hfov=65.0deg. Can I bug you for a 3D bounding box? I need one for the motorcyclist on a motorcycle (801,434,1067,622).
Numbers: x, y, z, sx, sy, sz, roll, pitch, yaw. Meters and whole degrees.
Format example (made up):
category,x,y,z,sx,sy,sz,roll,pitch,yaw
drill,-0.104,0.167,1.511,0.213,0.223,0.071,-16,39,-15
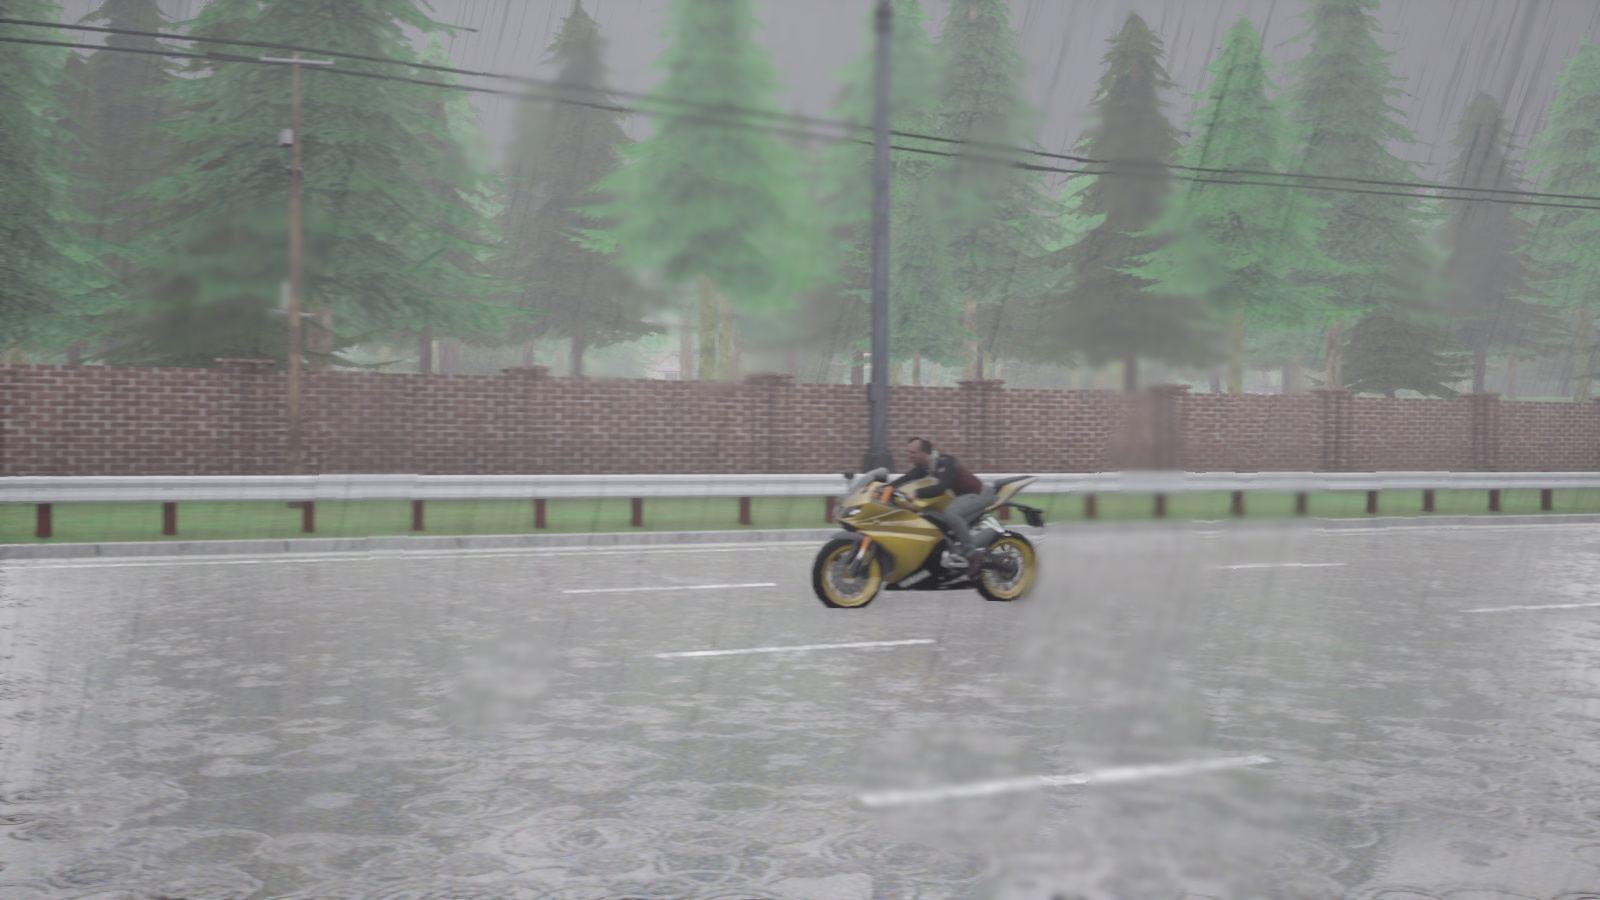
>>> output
category,x,y,z,sx,sy,sz,roll,pitch,yaw
motorcyclist on a motorcycle,1.192,0.638,11.179,2.191,1.530,0.866,-1,1,-21
